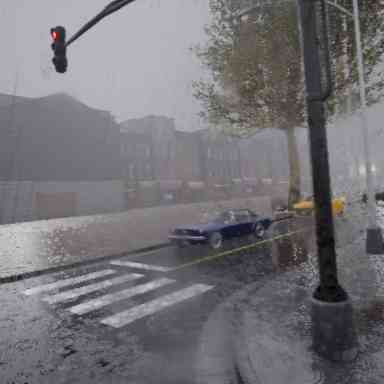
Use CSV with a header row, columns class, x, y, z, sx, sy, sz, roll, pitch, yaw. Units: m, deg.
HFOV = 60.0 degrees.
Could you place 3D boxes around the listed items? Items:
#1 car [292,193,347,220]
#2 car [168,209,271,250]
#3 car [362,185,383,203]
class,x,y,z,sx,sy,sz,roll,pitch,yaw
car,8.016,0.782,20.787,1.882,1.535,5.008,-5,-1,43
car,1.236,1.395,13.446,1.895,1.301,4.718,-5,-1,43
car,17.433,0.082,30.958,1.882,1.535,5.008,-5,-1,43
